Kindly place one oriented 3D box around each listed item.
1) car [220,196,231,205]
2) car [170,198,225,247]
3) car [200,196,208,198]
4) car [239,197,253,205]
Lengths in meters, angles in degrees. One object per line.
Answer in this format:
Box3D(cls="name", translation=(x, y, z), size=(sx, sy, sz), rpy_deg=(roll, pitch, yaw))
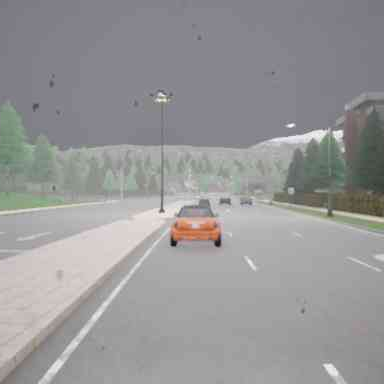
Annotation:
Box3D(cls="car", translation=(5.577, 1.422, 56.343), size=(1.882, 1.535, 5.008), rpy_deg=(0, 0, 3))
Box3D(cls="car", translation=(0.199, 1.337, 15.211), size=(2.097, 1.767, 4.553), rpy_deg=(0, 0, 2))
Box3D(cls="car", translation=(2.065, 1.471, 56.172), size=(1.812, 1.442, 4.674), rpy_deg=(0, 0, 3))
Box3D(cls="car", translation=(9.073, 1.492, 56.175), size=(2.033, 1.411, 5.357), rpy_deg=(0, 0, 3))
